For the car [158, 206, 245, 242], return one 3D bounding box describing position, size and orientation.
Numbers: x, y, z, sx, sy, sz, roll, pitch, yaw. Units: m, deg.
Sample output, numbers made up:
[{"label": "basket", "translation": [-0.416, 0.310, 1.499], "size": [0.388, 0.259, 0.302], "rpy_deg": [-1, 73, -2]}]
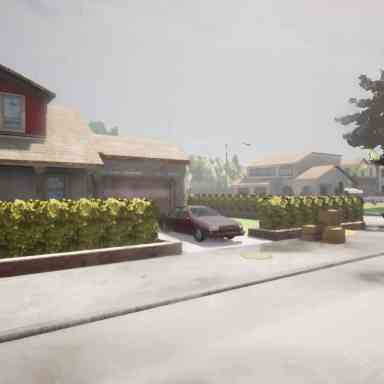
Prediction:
[{"label": "car", "translation": [0.086, 1.356, 15.477], "size": [2.033, 1.415, 5.357], "rpy_deg": [0, 0, -33]}]
